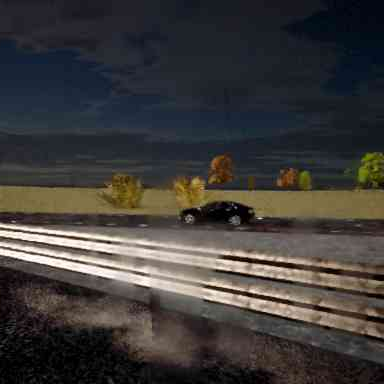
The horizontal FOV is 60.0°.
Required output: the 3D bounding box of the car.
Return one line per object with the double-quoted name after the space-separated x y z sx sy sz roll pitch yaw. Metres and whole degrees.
1.543 1.316 21.069 4.892 1.490 1.837 0 0 18 "car"
